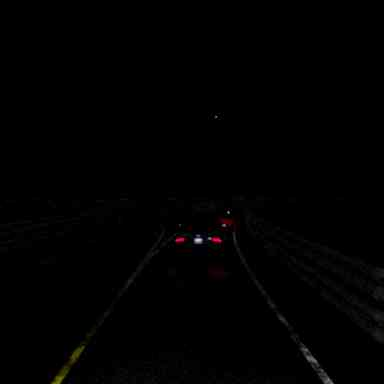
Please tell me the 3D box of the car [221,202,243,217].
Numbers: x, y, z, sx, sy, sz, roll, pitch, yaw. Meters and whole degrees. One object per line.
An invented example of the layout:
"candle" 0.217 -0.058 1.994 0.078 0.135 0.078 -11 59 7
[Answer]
"car" 4.302 1.800 35.599 1.837 1.490 4.892 -1 0 15

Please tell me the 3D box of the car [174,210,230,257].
"car" 0.386 1.663 13.469 2.033 1.411 5.357 0 0 4
